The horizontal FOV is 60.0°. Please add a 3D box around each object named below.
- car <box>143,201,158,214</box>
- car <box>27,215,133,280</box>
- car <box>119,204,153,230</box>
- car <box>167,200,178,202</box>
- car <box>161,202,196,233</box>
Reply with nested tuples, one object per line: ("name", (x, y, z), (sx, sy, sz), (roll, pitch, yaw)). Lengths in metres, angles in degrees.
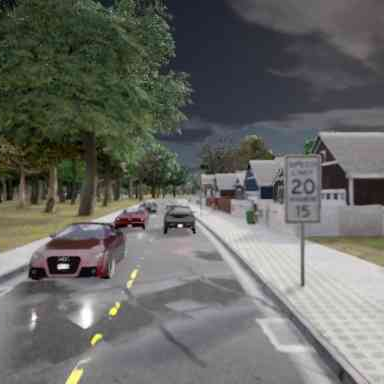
("car", (-4.860, 1.747, 37.402), (1.994, 1.385, 4.181), (0, 0, -4))
("car", (-3.168, 1.614, 9.989), (1.994, 1.385, 4.181), (0, 0, -2))
("car", (-3.830, 1.702, 21.847), (1.895, 1.301, 4.718), (0, 0, -4))
("car", (-2.820, 1.814, 48.706), (1.895, 1.301, 4.718), (0, 0, -4))
("car", (-0.805, 1.590, 20.466), (1.837, 1.490, 4.892), (0, 0, -4))
